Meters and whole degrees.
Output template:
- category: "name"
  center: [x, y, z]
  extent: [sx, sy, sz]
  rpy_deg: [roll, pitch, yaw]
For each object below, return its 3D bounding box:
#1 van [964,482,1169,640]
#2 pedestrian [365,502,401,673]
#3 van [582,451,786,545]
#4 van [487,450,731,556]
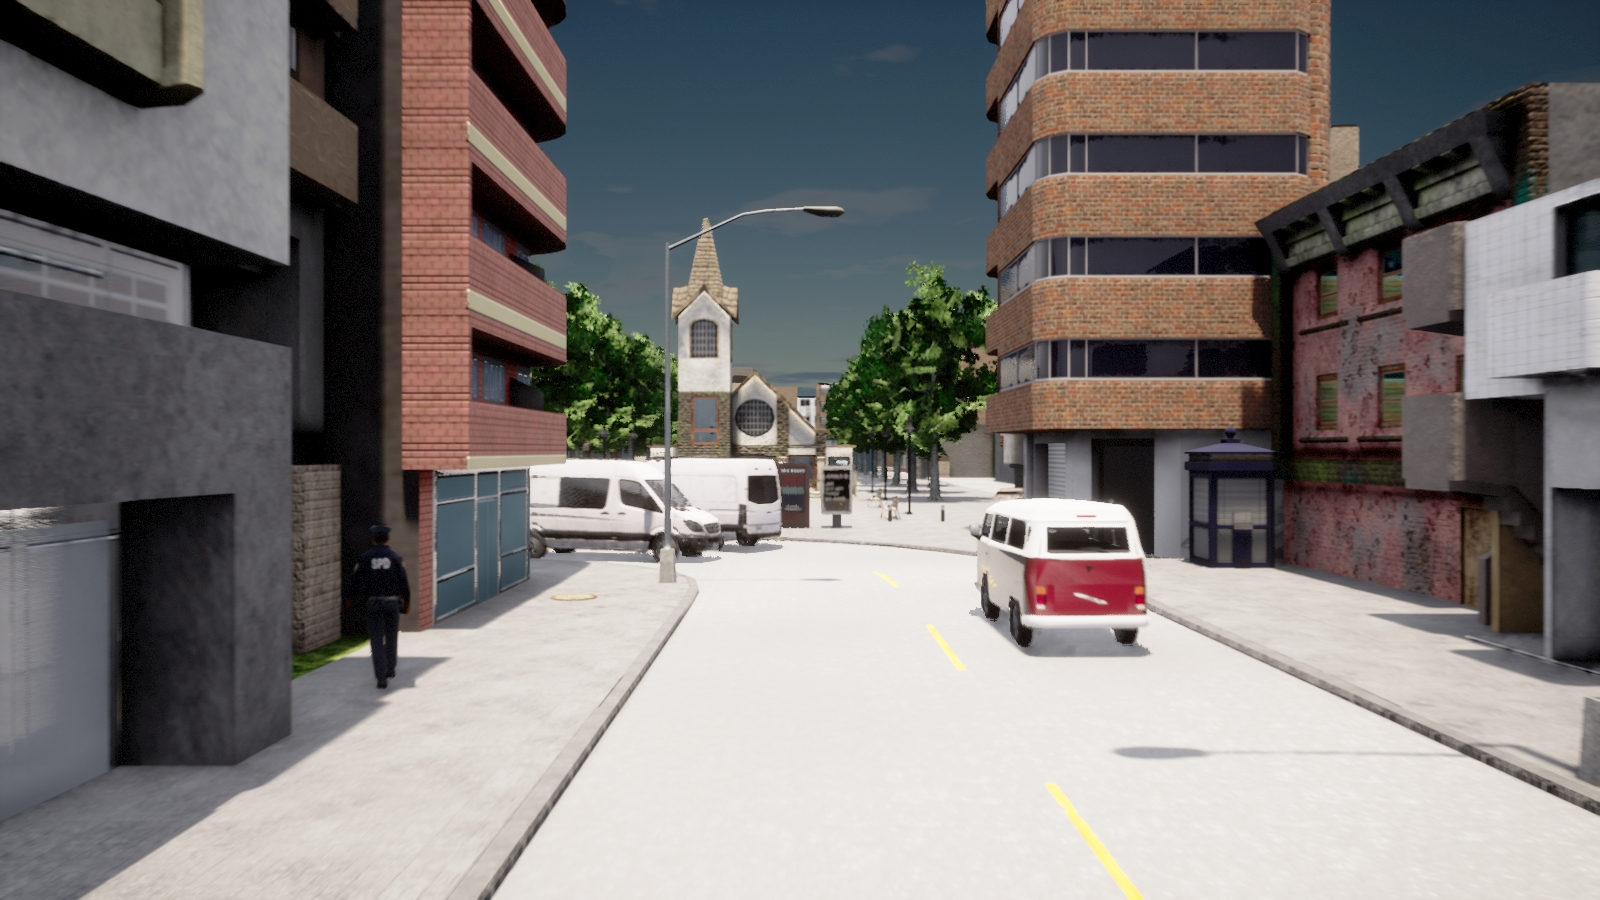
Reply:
- category: "van"
  center: [3.912, 1.559, 17.653]
  extent: [2.069, 2.038, 4.480]
  rpy_deg: [0, 0, -1]
- category: "pedestrian"
  center: [-4.669, 1.523, 12.805]
  extent: [0.375, 1.860, 0.375]
  rpy_deg: [0, 0, -19]
- category: "van"
  center: [-3.451, 1.316, 33.331]
  extent: [5.915, 2.561, 1.988]
  rpy_deg: [0, -1, 32]
- category: "van"
  center: [-4.909, 1.315, 29.470]
  extent: [5.915, 2.561, 1.988]
  rpy_deg: [0, -2, 17]
